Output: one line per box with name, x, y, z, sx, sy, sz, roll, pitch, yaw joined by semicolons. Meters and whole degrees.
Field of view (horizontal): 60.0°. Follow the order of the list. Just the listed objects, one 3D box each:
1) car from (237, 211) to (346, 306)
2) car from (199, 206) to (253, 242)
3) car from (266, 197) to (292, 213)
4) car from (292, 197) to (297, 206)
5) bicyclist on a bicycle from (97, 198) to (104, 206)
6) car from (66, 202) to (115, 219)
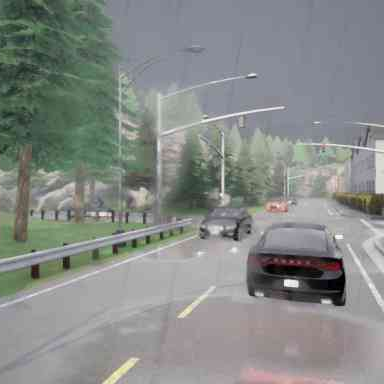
car;2.648;1.478;8.243;1.882;1.535;5.008;0;0;21
car;1.847;1.491;16.606;2.128;1.511;4.902;0;0;21
car;9.446;1.352;36.682;2.097;1.767;4.553;0;0;21
car;16.066;1.491;54.115;2.128;1.511;4.902;0;0;21
bicyclist on a bicycle;-10.098;1.417;36.692;0.582;1.620;1.656;-2;5;20
car;-8.744;1.579;28.671;4.181;1.385;1.994;0;0;20
